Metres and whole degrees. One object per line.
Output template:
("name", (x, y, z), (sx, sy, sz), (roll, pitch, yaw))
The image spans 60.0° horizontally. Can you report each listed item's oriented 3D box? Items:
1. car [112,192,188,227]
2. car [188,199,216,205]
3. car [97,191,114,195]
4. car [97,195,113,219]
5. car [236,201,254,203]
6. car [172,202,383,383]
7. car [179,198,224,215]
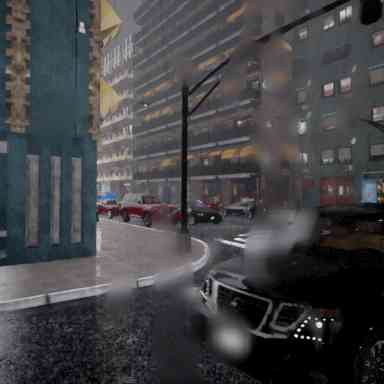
("car", (-2.733, 1.035, 20.695), (2.192, 1.841, 5.009), (2, 0, -36))
("car", (0.044, 1.321, 21.248), (1.994, 1.385, 4.181), (1, 1, -36))
("car", (-10.605, 0.974, 35.882), (1.882, 1.535, 5.008), (1, 1, -36))
("car", (-6.020, 1.184, 25.197), (1.887, 1.381, 4.507), (2, 0, -36))
("car", (4.055, 1.355, 25.597), (1.947, 1.339, 4.313), (2, 0, -36))
("car", (2.658, 1.228, 5.168), (5.566, 2.045, 2.150), (0, 0, -36))
("car", (0.775, 1.291, 30.100), (1.802, 1.307, 4.206), (2, 0, -36))
